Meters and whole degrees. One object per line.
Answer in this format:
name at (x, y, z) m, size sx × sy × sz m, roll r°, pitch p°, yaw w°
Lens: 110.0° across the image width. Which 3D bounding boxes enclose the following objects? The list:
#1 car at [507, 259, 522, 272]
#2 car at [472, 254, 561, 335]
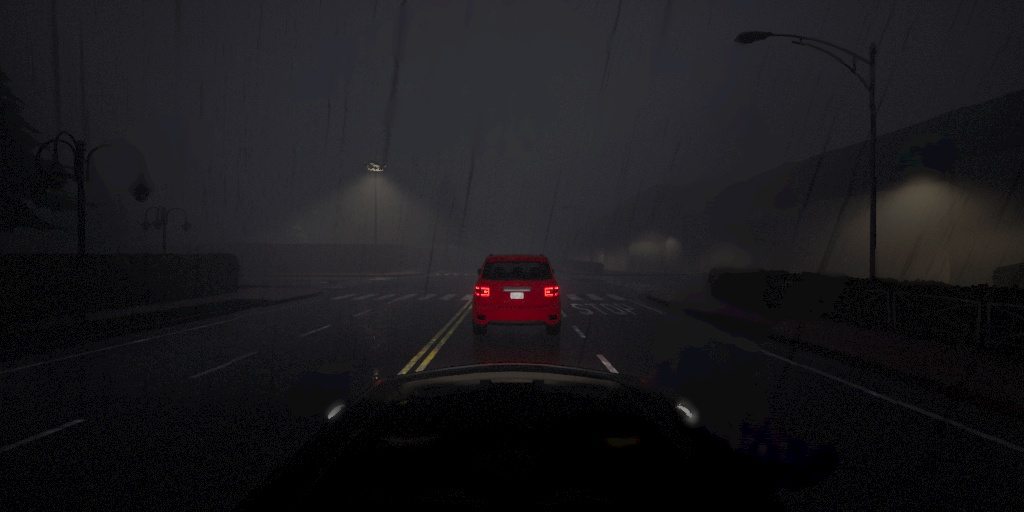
car at (0.348, 1.228, 46.359) m, size 1.882 × 1.535 × 5.008 m, roll 0°, pitch 0°, yaw 1°
car at (0.117, 0.971, 10.625) m, size 2.150 × 2.045 × 5.566 m, roll 0°, pitch 0°, yaw 0°
